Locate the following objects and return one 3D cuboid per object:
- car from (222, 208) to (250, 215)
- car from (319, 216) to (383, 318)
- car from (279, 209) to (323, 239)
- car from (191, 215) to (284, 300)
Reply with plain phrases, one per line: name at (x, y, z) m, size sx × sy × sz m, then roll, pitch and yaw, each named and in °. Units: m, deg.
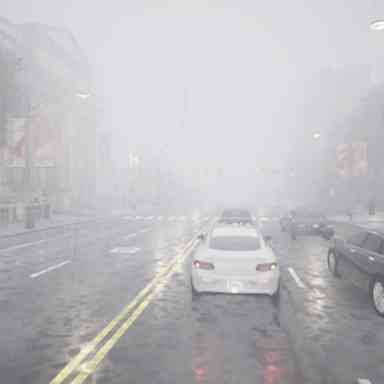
car at (2.413, 1.591, 18.327) m, size 2.033 × 1.411 × 5.357 m, roll 0°, pitch 0°, yaw 8°
car at (4.455, 1.523, 7.289) m, size 1.837 × 1.490 × 4.892 m, roll 0°, pitch 0°, yaw 7°
car at (5.839, 1.590, 17.452) m, size 2.033 × 1.411 × 5.357 m, roll 0°, pitch 0°, yaw 6°
car at (1.071, 1.545, 8.392) m, size 1.812 × 1.442 × 4.674 m, roll 0°, pitch 0°, yaw 7°
